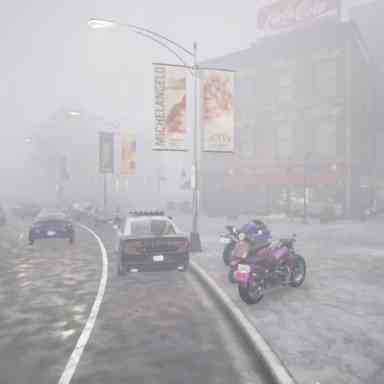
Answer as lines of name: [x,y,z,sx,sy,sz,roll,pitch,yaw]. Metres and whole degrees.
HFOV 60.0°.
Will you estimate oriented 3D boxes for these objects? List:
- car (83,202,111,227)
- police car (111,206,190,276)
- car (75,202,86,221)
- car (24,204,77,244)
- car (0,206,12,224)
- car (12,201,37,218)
car: [-5.976,1.591,22.681,1.895,1.301,4.718,0,0,-24]
police car: [-1.475,1.424,10.678,1.930,1.638,5.238,0,0,-15]
car: [-9.001,1.513,27.548,2.002,1.452,4.674,0,0,-34]
car: [-6.612,1.520,15.865,1.812,1.442,4.674,0,0,-20]
car: [-14.485,1.534,23.830,2.033,1.411,5.357,0,0,-33]
car: [-15.066,1.550,30.351,1.994,1.385,4.181,0,0,-39]
